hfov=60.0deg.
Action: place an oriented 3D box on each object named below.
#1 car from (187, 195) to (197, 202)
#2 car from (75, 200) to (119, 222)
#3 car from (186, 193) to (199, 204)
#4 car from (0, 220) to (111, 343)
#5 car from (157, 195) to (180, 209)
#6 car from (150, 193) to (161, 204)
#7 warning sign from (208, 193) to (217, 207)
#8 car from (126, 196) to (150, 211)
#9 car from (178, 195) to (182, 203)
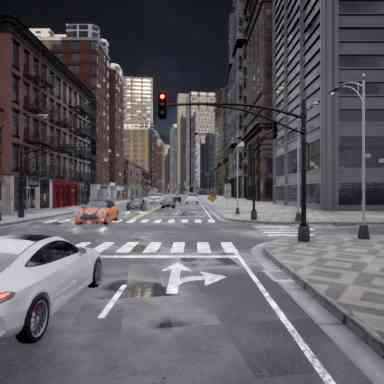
[{"bbox_3d":[0.005,1.383,72.843,2.033,1.411,5.357,0,0,0],"label":"car"},{"bbox_3d":[-6.600,1.350,23.524,2.097,1.767,4.553,0,0,0],"label":"car"},{"bbox_3d":[0.051,1.188,62.339,2.150,2.045,5.566,0,0,0],"label":"car"},{"bbox_3d":[-3.152,1.526,6.317,1.812,1.442,4.674,0,0,2],"label":"car"},{"bbox_3d":[-3.146,1.530,45.757,2.033,1.411,5.357,0,0,0],"label":"car"},{"bbox_3d":[-6.564,1.193,60.237,2.150,2.045,5.566,0,0,0],"label":"car"},{"bbox_3d":[2.851,1.098,46.330,1.300,1.860,1.060,0,0,0],"label":"warning sign"},{"bbox_3d":[-6.599,1.495,39.806,1.837,1.490,4.892,0,0,0],"label":"car"},{"bbox_3d":[-3.162,1.468,69.959,1.837,1.490,4.892,0,1,0],"label":"car"}]
